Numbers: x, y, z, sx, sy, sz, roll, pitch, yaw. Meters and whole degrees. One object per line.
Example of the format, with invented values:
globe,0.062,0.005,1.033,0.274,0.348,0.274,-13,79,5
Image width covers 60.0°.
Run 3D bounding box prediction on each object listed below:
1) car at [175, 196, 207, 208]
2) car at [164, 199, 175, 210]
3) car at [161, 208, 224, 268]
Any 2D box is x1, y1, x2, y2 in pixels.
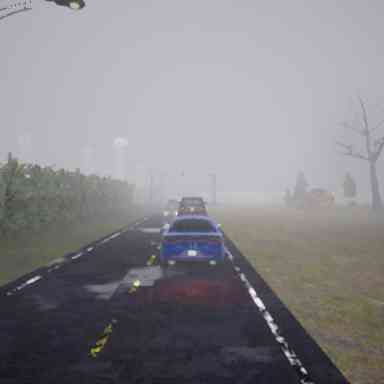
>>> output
car,0.030,1.362,26.447,2.150,2.045,5.566,0,0,0
car,-2.808,1.781,46.674,1.812,1.442,4.674,0,-1,0
car,0.034,1.536,11.605,1.882,1.535,5.008,0,0,1
